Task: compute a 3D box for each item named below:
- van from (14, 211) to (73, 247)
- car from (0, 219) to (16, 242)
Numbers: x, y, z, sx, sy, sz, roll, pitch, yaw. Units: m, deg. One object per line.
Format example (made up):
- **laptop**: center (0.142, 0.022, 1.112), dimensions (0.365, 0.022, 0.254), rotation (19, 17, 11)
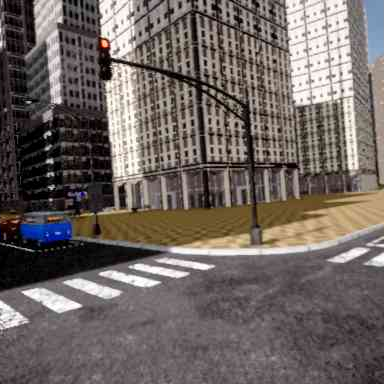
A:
- **van**: center (-8.094, 1.966, 18.318), dimensions (1.690, 1.788, 3.998), rotation (-4, 0, -43)
- **car**: center (-11.904, 2.456, 22.313), dimensions (1.887, 1.381, 4.507), rotation (-4, 0, -43)
